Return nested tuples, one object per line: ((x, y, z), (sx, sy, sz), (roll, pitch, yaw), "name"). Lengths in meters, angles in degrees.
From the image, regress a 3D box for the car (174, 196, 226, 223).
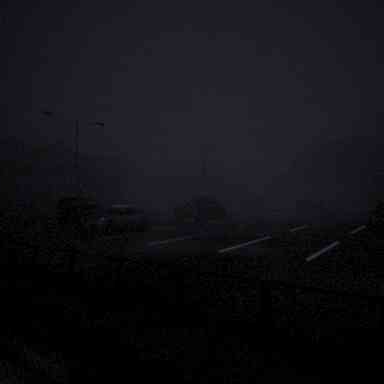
((0.703, 1.229, 25.060), (1.932, 1.855, 4.605), (-1, 0, 35), "car")

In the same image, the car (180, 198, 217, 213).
((0.793, 1.496, 37.241), (2.007, 1.523, 4.514), (-1, 0, 35), "car")

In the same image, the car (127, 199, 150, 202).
((-8.094, 1.723, 51.375), (2.033, 1.411, 5.357), (-1, 0, 35), "car")

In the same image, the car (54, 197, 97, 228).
((-6.514, 1.239, 20.519), (1.905, 1.878, 3.866), (-1, 0, 35), "car")

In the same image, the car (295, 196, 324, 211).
((13.278, 1.256, 37.467), (2.152, 1.636, 5.027), (-1, 0, 35), "car")

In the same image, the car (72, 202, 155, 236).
((-4.145, 1.492, 18.104), (1.970, 1.475, 3.806), (-1, 0, 35), "car")

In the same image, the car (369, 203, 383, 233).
((10.480, 1.311, 17.307), (2.007, 1.523, 4.514), (-1, 0, 35), "car")

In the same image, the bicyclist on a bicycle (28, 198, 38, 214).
((-16.024, 1.417, 33.464), (1.656, 1.620, 0.582), (-1, -1, 35), "bicyclist on a bicycle")

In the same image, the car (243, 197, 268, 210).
((7.845, 1.396, 40.896), (1.970, 1.475, 3.806), (-1, 0, 35), "car")
